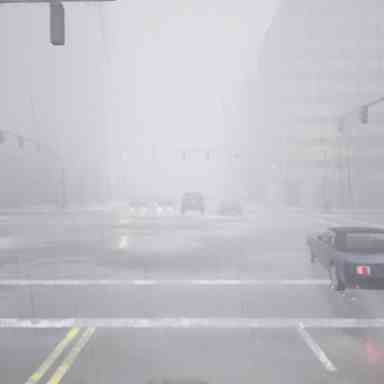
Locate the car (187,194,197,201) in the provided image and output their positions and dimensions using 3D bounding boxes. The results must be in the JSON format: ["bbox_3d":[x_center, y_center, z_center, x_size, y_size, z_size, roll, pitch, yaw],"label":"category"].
[{"bbox_3d":[0.010,1.116,73.233,2.033,1.411,5.357,0,0,0],"label":"car"}]

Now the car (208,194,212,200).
[{"bbox_3d":[3.510,1.169,74.101,1.895,1.301,4.718,0,0,0],"label":"car"}]

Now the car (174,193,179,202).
[{"bbox_3d":[-3.522,1.124,61.531,1.882,1.535,5.008,0,0,0],"label":"car"}]

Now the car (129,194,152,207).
[{"bbox_3d":[-7.076,1.094,44.835,2.097,1.767,4.553,0,0,0],"label":"car"}]

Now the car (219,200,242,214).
[{"bbox_3d":[3.605,1.416,32.105,1.895,1.301,4.718,0,0,0],"label":"car"}]

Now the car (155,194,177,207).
[{"bbox_3d":[-3.571,1.334,46.316,1.895,1.301,4.718,0,0,0],"label":"car"}]

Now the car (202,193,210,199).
[{"bbox_3d":[3.511,1.024,83.225,1.895,1.301,4.718,0,0,0],"label":"car"}]

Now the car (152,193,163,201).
[{"bbox_3d":[-7.026,1.251,60.933,1.895,1.301,4.718,0,0,1],"label":"car"}]

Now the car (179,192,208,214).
[{"bbox_3d":[0.105,1.033,32.748,2.150,2.045,5.566,0,0,0],"label":"car"}]

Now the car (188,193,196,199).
[{"bbox_3d":[0.011,0.969,83.196,2.033,1.411,5.357,0,0,0],"label":"car"}]

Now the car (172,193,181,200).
[{"bbox_3d":[-3.490,0.977,76.524,1.994,1.385,4.181,0,0,0],"label":"car"}]

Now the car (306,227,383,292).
[{"bbox_3d":[4.284,1.550,8.627,1.895,1.301,4.718,0,0,9],"label":"car"}]
